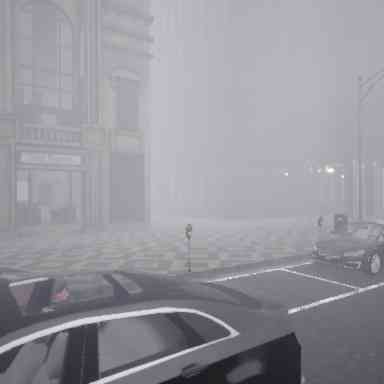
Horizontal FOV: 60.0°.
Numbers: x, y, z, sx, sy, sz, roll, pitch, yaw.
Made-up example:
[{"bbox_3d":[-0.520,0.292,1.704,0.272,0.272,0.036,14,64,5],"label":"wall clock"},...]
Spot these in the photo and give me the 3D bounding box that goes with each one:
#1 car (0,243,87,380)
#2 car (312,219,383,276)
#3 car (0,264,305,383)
[{"bbox_3d":[-3.672,1.582,4.101,4.206,1.307,1.802,0,0,-34],"label":"car"},{"bbox_3d":[5.522,1.550,10.230,4.403,1.369,2.008,0,0,-34],"label":"car"},{"bbox_3d":[-1.250,1.491,2.500,4.902,1.511,2.128,0,0,-34],"label":"car"}]
